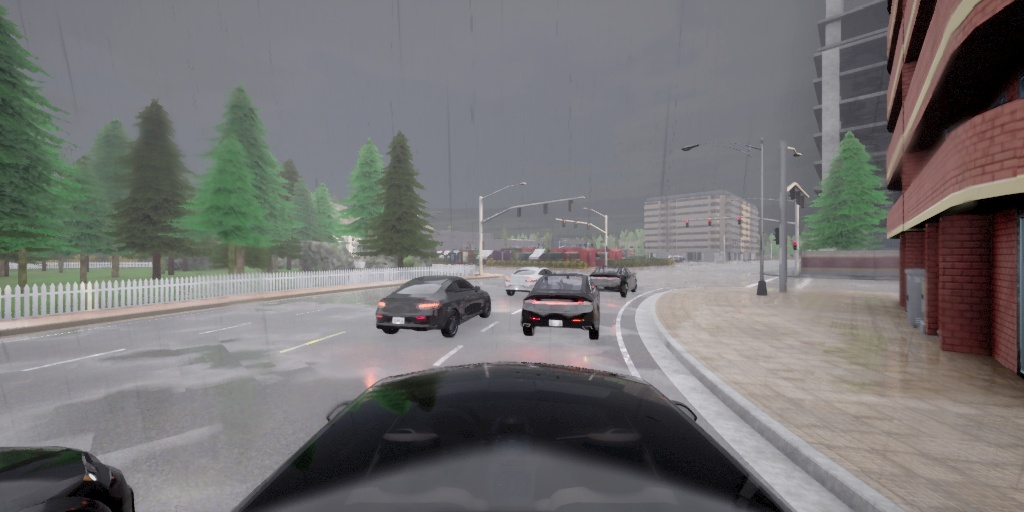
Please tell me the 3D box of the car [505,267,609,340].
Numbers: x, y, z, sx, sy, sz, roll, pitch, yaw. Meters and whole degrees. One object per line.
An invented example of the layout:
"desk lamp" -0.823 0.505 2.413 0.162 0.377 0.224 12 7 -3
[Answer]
"car" 1.540 1.242 10.128 2.128 1.511 4.902 0 0 14

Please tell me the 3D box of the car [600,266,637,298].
"car" 5.304 1.241 18.753 2.128 1.511 4.902 0 0 28

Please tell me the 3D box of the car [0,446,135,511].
"car" -3.170 1.314 0.344 1.994 1.385 4.181 0 0 -2

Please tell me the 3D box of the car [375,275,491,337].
"car" -2.007 1.276 10.252 1.812 1.442 4.674 0 0 13

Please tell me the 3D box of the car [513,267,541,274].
"car" 1.227 1.276 18.757 1.812 1.442 4.674 0 0 26
